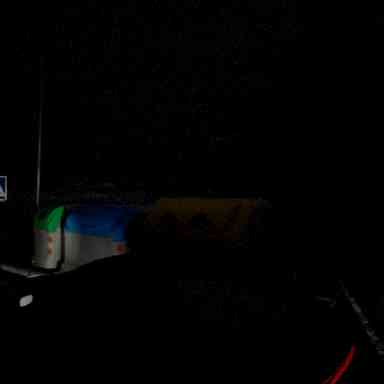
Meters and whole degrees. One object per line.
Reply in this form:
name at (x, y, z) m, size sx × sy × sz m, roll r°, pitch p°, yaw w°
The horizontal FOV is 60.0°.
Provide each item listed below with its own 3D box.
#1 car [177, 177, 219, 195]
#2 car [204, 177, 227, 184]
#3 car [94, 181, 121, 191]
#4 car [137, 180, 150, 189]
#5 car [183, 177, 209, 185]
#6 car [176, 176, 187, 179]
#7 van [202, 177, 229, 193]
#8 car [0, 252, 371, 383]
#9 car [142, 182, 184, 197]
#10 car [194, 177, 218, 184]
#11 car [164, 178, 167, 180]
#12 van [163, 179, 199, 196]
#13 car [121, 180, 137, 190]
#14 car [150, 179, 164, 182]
car at (0.680, -0.703, 51.225) m, size 5.566 × 2.045 × 2.435 m, roll 4°, pitch 7°, yaw 35°
car at (5.473, -2.695, 76.215) m, size 4.792 × 1.488 × 2.163 m, roll 2°, pitch 5°, yaw 33°
car at (-15.700, -1.049, 60.344) m, size 4.674 × 1.452 × 2.002 m, roll 2°, pitch 5°, yaw 33°
car at (-10.978, -1.578, 63.858) m, size 4.553 × 1.767 × 2.185 m, roll 2°, pitch 5°, yaw 33°
car at (0.909, -2.362, 72.619) m, size 5.366 × 1.575 × 1.946 m, roll 2°, pitch 5°, yaw 33°
car at (-3.946, -2.001, 69.206) m, size 5.008 × 1.535 × 2.097 m, roll 2°, pitch 5°, yaw 33°
van at (3.059, -0.862, 52.998) m, size 4.442 × 1.987 × 1.878 m, roll 4°, pitch 7°, yaw 35°
car at (-0.712, 1.491, 3.967) m, size 5.008 × 1.535 × 1.882 m, roll 0°, pitch 0°, yaw 36°
car at (-4.195, -0.092, 47.803) m, size 5.008 × 1.535 × 2.097 m, roll 4°, pitch 7°, yaw 35°
car at (3.095, -2.545, 74.483) m, size 5.008 × 1.535 × 2.097 m, roll 2°, pitch 5°, yaw 33°
car at (-6.274, -1.942, 67.401) m, size 4.553 × 1.767 × 2.185 m, roll 2°, pitch 5°, yaw 33°
van at (-1.646, -0.490, 49.432) m, size 4.442 × 1.987 × 1.878 m, roll 4°, pitch 7°, yaw 35°
car at (-13.324, -1.241, 62.103) m, size 4.792 × 1.488 × 2.163 m, roll 2°, pitch 5°, yaw 33°
car at (-8.673, -1.607, 65.676) m, size 4.792 × 1.488 × 2.163 m, roll 2°, pitch 5°, yaw 33°
